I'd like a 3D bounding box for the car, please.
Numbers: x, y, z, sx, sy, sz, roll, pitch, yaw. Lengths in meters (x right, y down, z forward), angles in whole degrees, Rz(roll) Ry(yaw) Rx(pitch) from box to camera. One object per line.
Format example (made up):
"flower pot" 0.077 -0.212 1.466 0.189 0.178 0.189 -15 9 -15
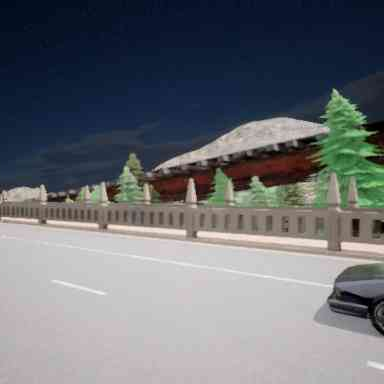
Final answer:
"car" 4.916 1.543 4.786 5.357 1.411 2.033 0 0 35
